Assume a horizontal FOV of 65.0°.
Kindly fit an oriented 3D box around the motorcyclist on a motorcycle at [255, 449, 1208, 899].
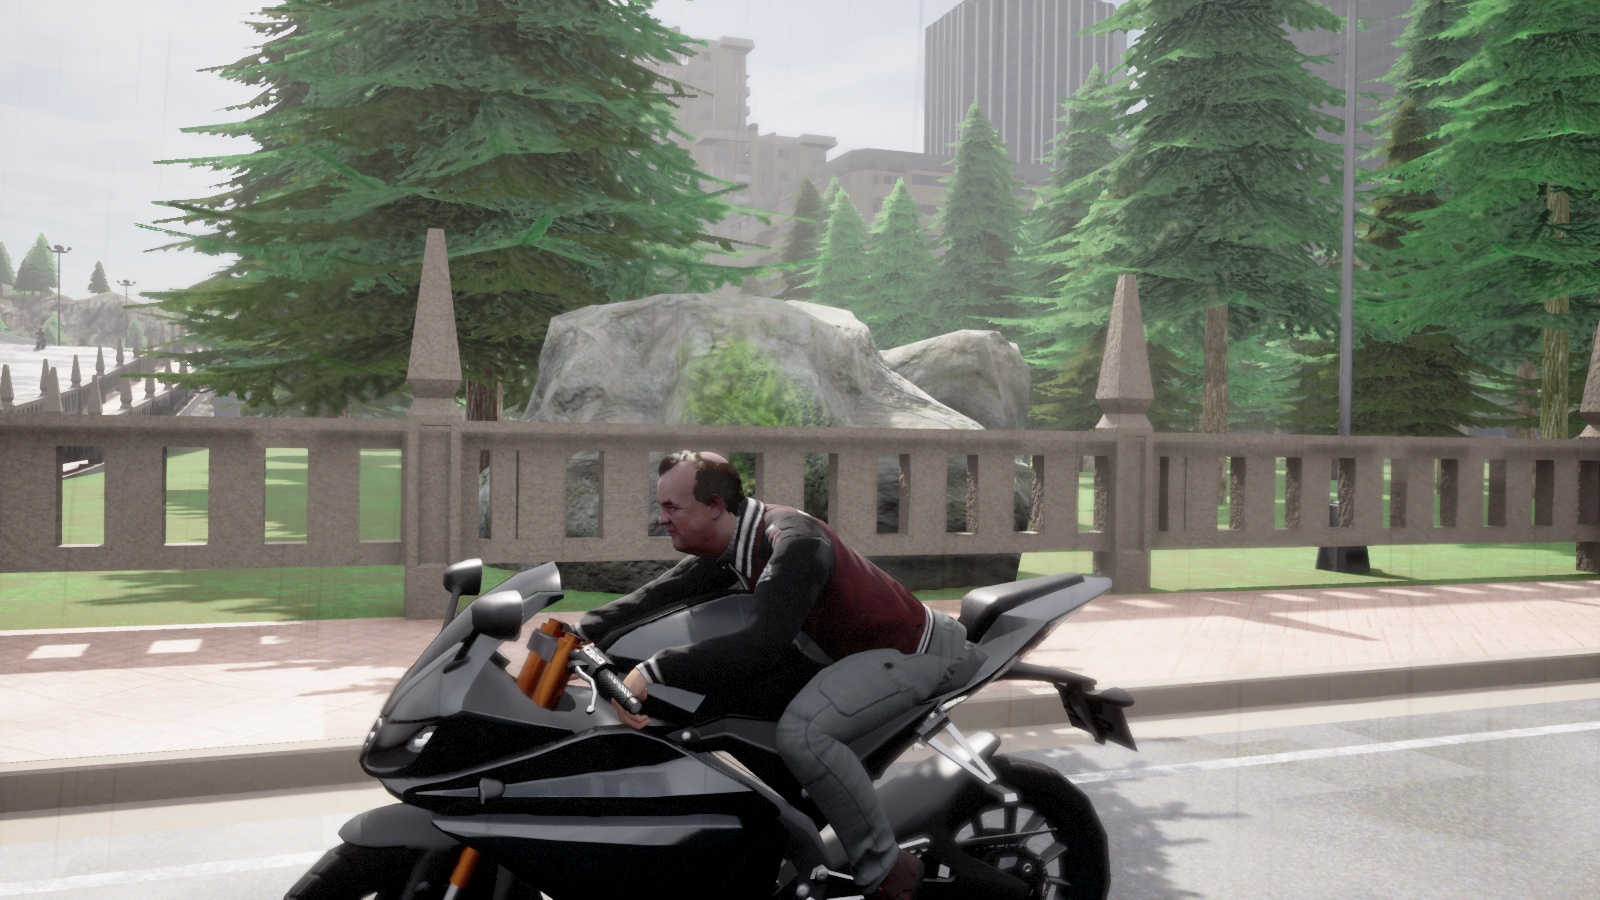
[{"bbox_3d":[-0.153,0.783,3.181,2.191,1.530,0.866,-1,1,-21],"label":"motorcyclist on a motorcycle"}]
